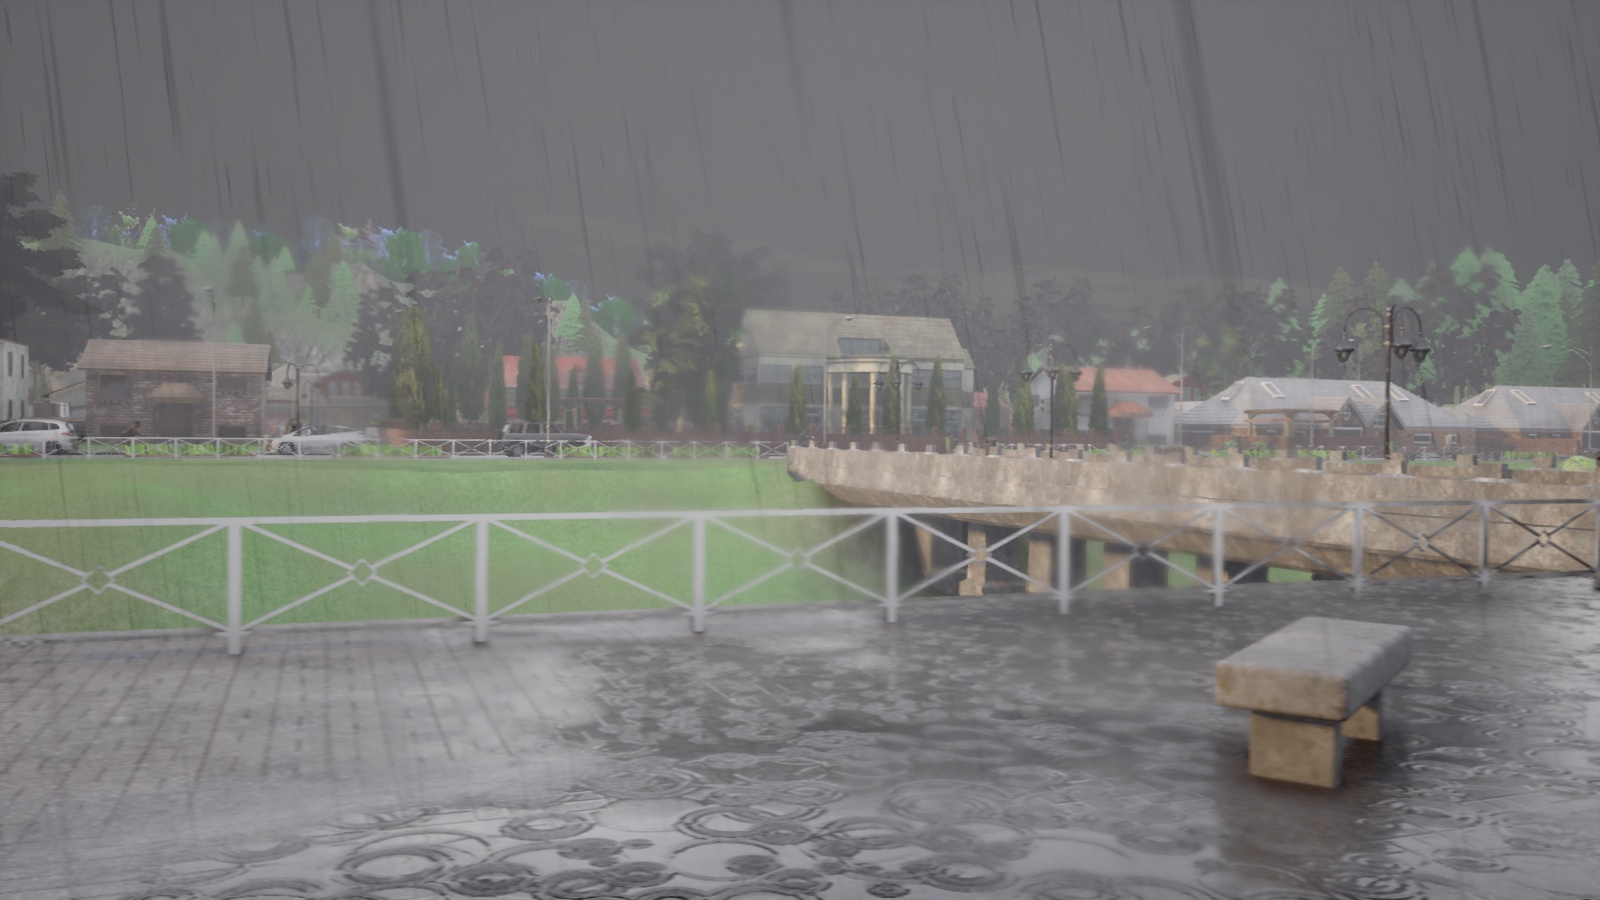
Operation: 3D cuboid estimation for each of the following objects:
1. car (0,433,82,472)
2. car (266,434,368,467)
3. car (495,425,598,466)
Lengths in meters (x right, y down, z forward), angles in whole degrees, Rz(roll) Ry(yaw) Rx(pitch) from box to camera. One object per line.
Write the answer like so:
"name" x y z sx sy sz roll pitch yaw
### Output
"car" -35.098 0.103 56.433 4.611 1.667 2.242 -1 1 -21
"car" -23.382 0.007 60.879 4.514 1.525 2.007 -1 1 -21
"car" -12.264 -0.242 60.817 4.605 1.855 1.932 -1 1 -21
